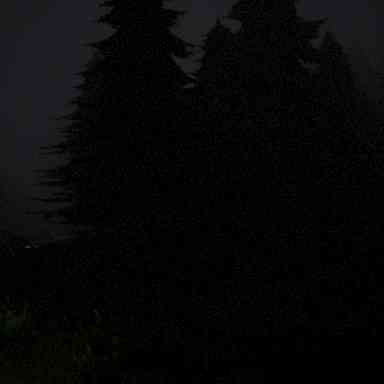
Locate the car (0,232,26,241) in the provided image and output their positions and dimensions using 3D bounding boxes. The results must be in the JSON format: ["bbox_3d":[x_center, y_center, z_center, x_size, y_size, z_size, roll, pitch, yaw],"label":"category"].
[{"bbox_3d":[-14.474,3.744,25.403,2.033,1.411,5.357,-2,-6,-2],"label":"car"}]
